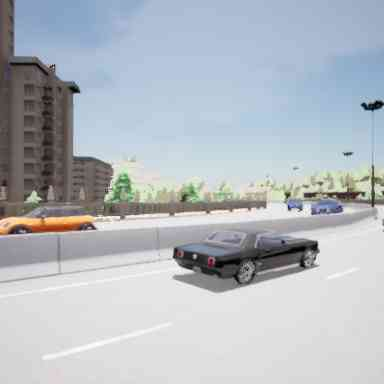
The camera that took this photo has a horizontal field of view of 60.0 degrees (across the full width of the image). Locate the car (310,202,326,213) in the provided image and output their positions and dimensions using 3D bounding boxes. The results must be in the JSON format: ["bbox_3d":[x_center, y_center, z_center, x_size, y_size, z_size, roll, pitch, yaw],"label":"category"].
[{"bbox_3d":[19.445,2.287,51.114,2.128,1.511,4.902,0,-1,23],"label":"car"}]

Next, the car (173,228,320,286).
[{"bbox_3d":[1.830,1.716,9.860,4.718,1.301,1.895,1,-1,-40],"label":"car"}]

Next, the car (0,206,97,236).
[{"bbox_3d":[-7.142,1.478,16.384,4.553,1.767,2.097,1,-1,-39],"label":"car"}]

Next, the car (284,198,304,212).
[{"bbox_3d":[16.623,2.040,53.279,2.150,2.045,5.566,0,-1,23],"label":"car"}]

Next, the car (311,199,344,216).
[{"bbox_3d":[13.931,1.722,33.843,2.150,2.045,5.566,0,-1,34],"label":"car"}]

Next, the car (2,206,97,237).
[{"bbox_3d":[-8.368,1.662,19.862,4.892,1.490,1.837,1,-1,-39],"label":"car"}]

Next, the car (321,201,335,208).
[{"bbox_3d":[28.952,2.624,71.008,1.882,1.535,5.008,0,-1,11],"label":"car"}]
